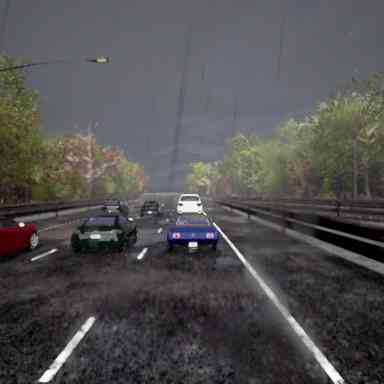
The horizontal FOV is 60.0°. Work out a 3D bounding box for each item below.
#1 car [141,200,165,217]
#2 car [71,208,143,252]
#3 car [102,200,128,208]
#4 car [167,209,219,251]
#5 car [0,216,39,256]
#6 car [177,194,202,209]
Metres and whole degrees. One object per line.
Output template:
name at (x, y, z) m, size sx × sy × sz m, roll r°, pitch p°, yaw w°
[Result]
car at (-3.757, 1.521, 31.754) m, size 1.837 × 1.490 × 4.892 m, roll 0°, pitch 0°, yaw -1°
car at (-3.480, 1.567, 13.936) m, size 1.994 × 1.385 × 4.181 m, roll 0°, pitch 0°, yaw -1°
car at (-7.256, 1.509, 31.695) m, size 2.128 × 1.511 × 4.902 m, roll 0°, pitch 0°, yaw -1°
car at (0.020, 1.603, 14.214) m, size 1.895 × 1.301 × 4.718 m, roll 0°, pitch 0°, yaw -1°
car at (-6.954, 1.480, 11.109) m, size 1.882 × 1.535 × 5.008 m, roll 0°, pitch 0°, yaw 0°
car at (-0.233, 1.235, 30.812) m, size 2.150 × 2.045 × 5.566 m, roll 0°, pitch 0°, yaw -1°
